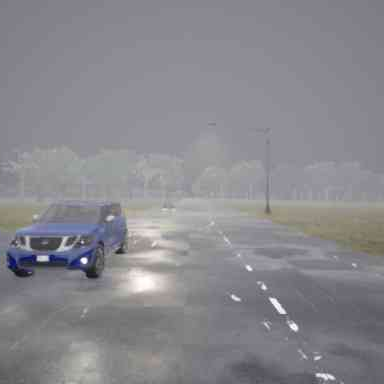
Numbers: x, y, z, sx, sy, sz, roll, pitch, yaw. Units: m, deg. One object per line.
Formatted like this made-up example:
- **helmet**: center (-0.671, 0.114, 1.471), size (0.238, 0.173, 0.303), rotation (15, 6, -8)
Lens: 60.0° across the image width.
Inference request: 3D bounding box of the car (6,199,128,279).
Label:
- **car**: center (-3.494, 1.247, 10.572), size (2.150, 2.045, 5.566), rotation (1, -1, 0)

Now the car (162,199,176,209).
- **car**: center (-3.691, 1.974, 53.767), size (1.837, 1.490, 4.892), rotation (0, 0, 0)
